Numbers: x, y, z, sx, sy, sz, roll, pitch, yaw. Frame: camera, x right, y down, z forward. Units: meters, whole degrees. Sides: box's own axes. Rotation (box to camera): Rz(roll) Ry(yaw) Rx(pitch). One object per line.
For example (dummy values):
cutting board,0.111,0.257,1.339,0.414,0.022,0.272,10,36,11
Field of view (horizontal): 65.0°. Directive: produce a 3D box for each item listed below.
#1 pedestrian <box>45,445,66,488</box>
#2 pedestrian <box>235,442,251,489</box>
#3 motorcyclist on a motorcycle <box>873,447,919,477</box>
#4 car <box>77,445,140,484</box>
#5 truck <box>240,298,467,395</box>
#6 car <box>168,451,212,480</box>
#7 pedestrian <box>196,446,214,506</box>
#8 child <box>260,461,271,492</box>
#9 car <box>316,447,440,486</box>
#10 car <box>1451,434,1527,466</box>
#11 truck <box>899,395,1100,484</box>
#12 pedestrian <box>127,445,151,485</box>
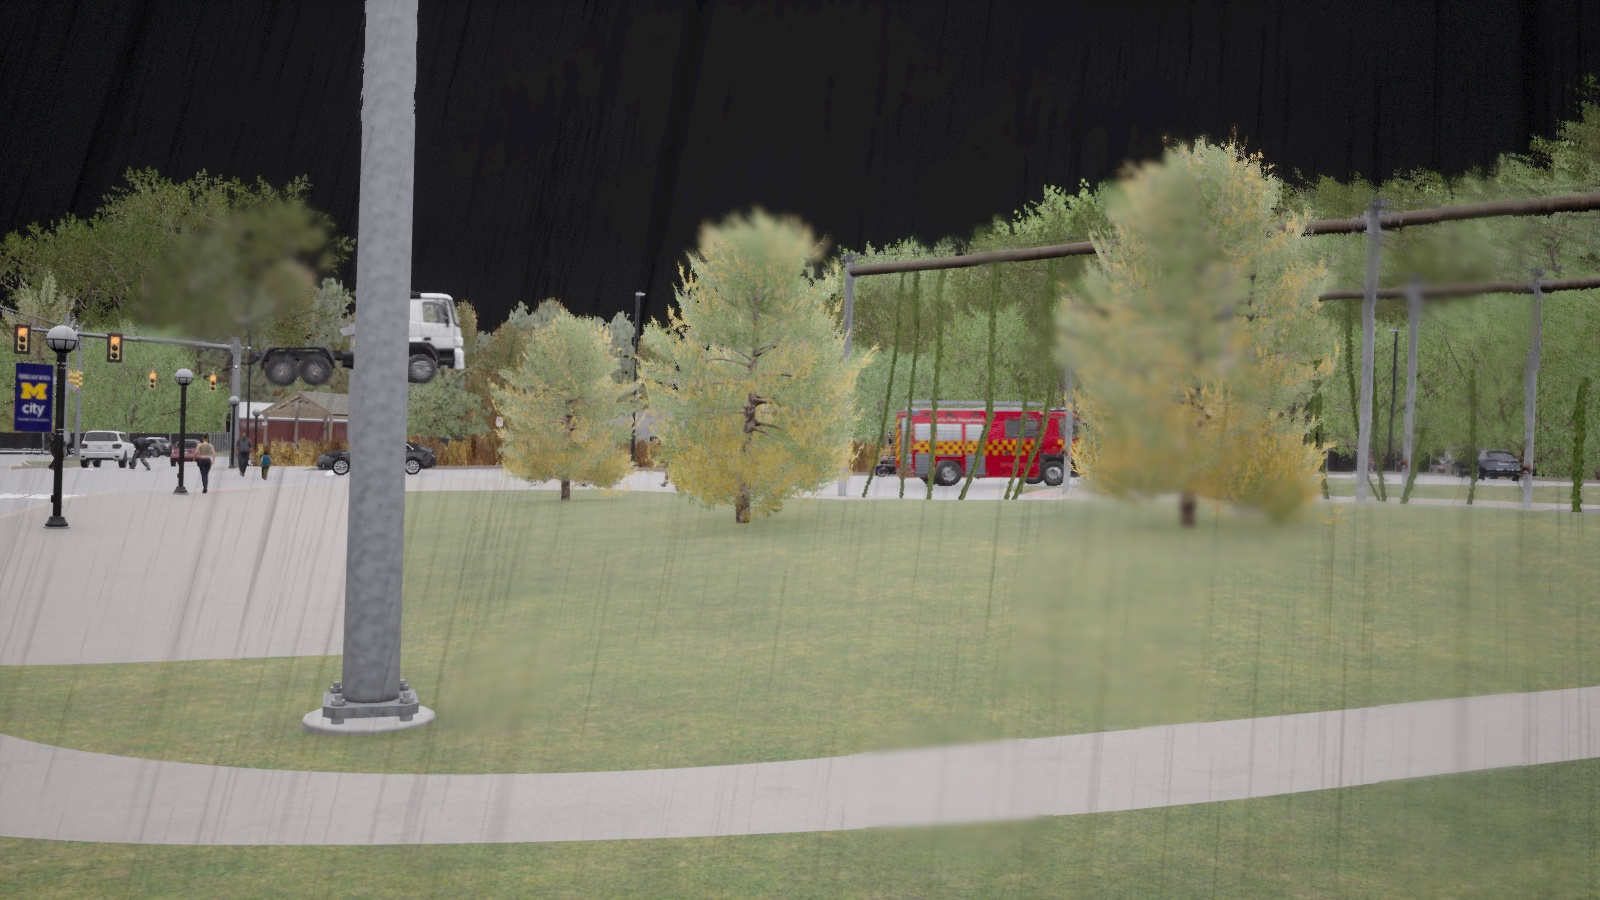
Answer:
pedestrian,-33.677,0.723,56.791,0.692,1.930,0.395,1,0,-9
pedestrian,-22.022,0.623,49.663,0.540,1.848,0.694,1,0,-25
motorcyclist on a motorcycle,5.032,0.624,65.882,2.191,1.530,0.866,0,0,-13
car,-38.546,0.799,70.137,2.150,2.045,5.566,-1,0,-19
truck,-17.321,-4.056,48.921,7.936,3.462,2.891,-4,4,-22
car,-36.863,0.901,75.986,1.851,1.617,3.988,-1,1,-19
pedestrian,-18.442,0.800,38.926,0.345,1.836,0.594,0,1,-41
child,-20.323,1.008,47.722,0.343,1.192,0.448,1,0,-29
car,-18.053,0.697,53.746,4.892,1.490,1.837,-1,1,-20
car,36.435,-0.009,66.559,2.033,1.649,4.856,0,1,9
truck,9.001,-0.496,57.013,8.468,3.827,2.891,-1,0,-11
pedestrian,-30.730,0.694,58.385,0.849,1.883,0.563,1,0,-12
